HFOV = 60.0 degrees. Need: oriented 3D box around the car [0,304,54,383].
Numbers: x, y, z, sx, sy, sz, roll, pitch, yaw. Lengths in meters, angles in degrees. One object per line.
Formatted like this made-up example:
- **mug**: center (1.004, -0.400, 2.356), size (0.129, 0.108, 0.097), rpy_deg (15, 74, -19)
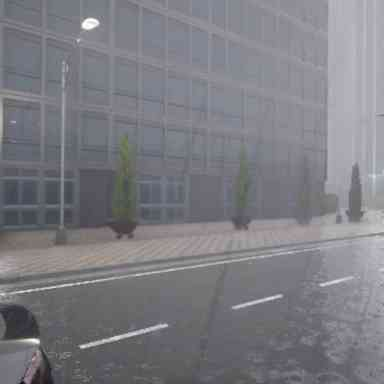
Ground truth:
- **car**: center (-3.308, 1.470, 1.619), size (4.902, 1.511, 2.128), rpy_deg (1, -1, -36)
